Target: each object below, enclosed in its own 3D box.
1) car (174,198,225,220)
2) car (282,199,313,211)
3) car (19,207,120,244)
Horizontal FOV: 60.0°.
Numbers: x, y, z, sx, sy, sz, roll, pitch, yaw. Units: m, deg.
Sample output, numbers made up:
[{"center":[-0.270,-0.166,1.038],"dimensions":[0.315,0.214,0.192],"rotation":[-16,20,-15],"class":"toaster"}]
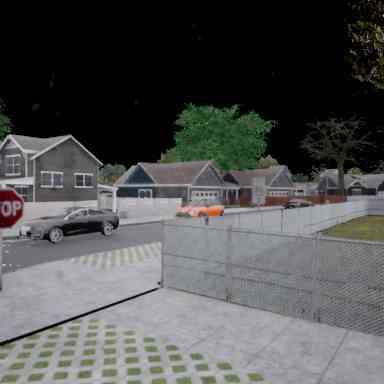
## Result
[{"center":[0.634,1.341,25.062],"dimensions":[2.097,1.767,4.553],"rotation":[0,0,35],"class":"car"},{"center":[13.221,1.529,41.322],"dimensions":[2.033,1.411,5.357],"rotation":[0,0,43],"class":"car"},{"center":[-5.750,1.483,16.161],"dimensions":[2.128,1.511,4.902],"rotation":[0,0,35],"class":"car"}]
